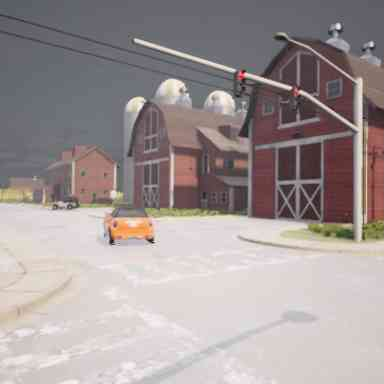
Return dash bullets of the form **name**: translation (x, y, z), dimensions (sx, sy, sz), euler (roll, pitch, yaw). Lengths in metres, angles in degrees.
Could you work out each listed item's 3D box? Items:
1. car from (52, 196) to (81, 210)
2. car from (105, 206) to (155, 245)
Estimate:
- **car**: translation (-17.892, 1.569, 47.477), dimensions (3.866, 1.878, 1.905), euler (-1, 5, 12)
- **car**: translation (-3.261, 1.501, 16.872), dimensions (2.097, 1.767, 4.553), euler (1, -1, -18)
